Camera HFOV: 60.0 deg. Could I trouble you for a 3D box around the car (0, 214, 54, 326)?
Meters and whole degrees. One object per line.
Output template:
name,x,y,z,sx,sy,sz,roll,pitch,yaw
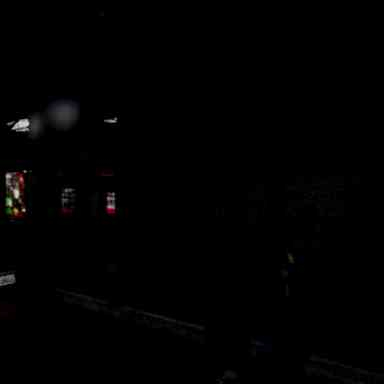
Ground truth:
car,-4.553,1.302,5.919,5.009,1.841,2.192,0,0,34
